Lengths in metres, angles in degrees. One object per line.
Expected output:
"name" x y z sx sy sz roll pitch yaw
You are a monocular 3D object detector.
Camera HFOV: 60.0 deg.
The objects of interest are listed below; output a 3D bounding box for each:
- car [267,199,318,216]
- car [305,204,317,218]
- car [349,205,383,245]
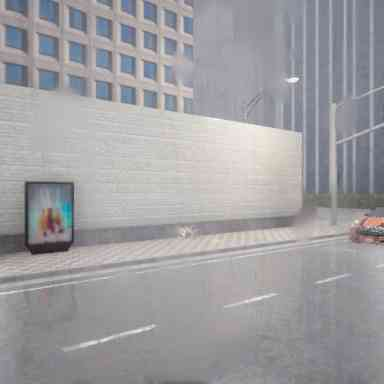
"car" 10.417 1.547 34.837 2.128 1.511 4.902 0 0 -36
"car" 9.037 1.533 30.751 1.882 1.535 5.008 0 0 -36
"car" 8.947 1.351 14.668 4.553 1.767 2.097 0 0 -35
